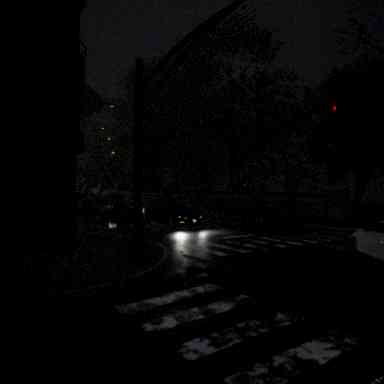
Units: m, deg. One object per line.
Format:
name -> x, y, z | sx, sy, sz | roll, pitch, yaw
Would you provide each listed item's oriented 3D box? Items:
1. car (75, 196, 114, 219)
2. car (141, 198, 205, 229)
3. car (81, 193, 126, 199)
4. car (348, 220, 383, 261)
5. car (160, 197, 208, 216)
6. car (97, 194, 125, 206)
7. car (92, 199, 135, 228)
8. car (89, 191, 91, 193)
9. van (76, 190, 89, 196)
car -> -7.459, 1.213, 24.330 | 1.802, 1.307, 4.206 | 2, 0, -36
car -> -1.288, 1.288, 20.234 | 1.837, 1.490, 4.892 | 1, 1, -36
car -> -7.548, 1.085, 28.835 | 2.128, 1.511, 4.902 | 1, 1, -36
car -> 6.620, 1.578, 10.448 | 1.812, 1.442, 4.674 | 1, -1, 5
car -> -0.781, 1.244, 29.396 | 1.752, 1.417, 4.829 | 2, 0, -36
car -> -10.459, 0.977, 42.688 | 2.008, 1.369, 4.403 | 2, 0, -36
car -> -4.201, 1.313, 19.854 | 1.802, 1.307, 4.206 | 2, 0, -36
car -> -13.719, 0.894, 47.165 | 1.947, 1.339, 4.313 | 2, 0, -36
van -> -10.711, 0.873, 28.808 | 1.690, 1.788, 3.998 | 2, 0, -36
